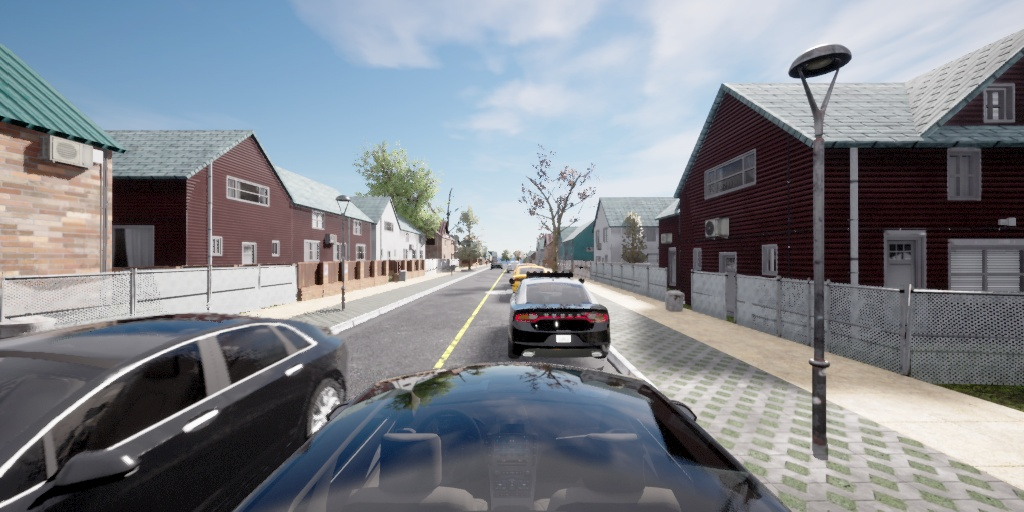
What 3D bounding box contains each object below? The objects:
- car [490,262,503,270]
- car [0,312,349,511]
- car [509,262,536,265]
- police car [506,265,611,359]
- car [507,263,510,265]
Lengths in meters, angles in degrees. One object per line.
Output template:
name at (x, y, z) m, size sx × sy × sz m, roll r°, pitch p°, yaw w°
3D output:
car at (-2.368, 1.522, 55.885) m, size 1.895 × 1.301 × 4.718 m, roll 0°, pitch 0°, yaw 0°
car at (-2.838, 1.255, 2.333) m, size 1.837 × 1.490 × 4.892 m, roll 0°, pitch 0°, yaw 0°
car at (0.948, 1.238, 18.458) m, size 1.882 × 1.535 × 5.008 m, roll 0°, pitch 0°, yaw 0°
police car at (0.879, 1.176, 8.567) m, size 1.930 × 1.638 × 5.238 m, roll 0°, pitch 0°, yaw 0°
car at (0.345, 1.383, 45.730) m, size 1.812 × 1.442 × 4.674 m, roll 0°, pitch 0°, yaw 1°
